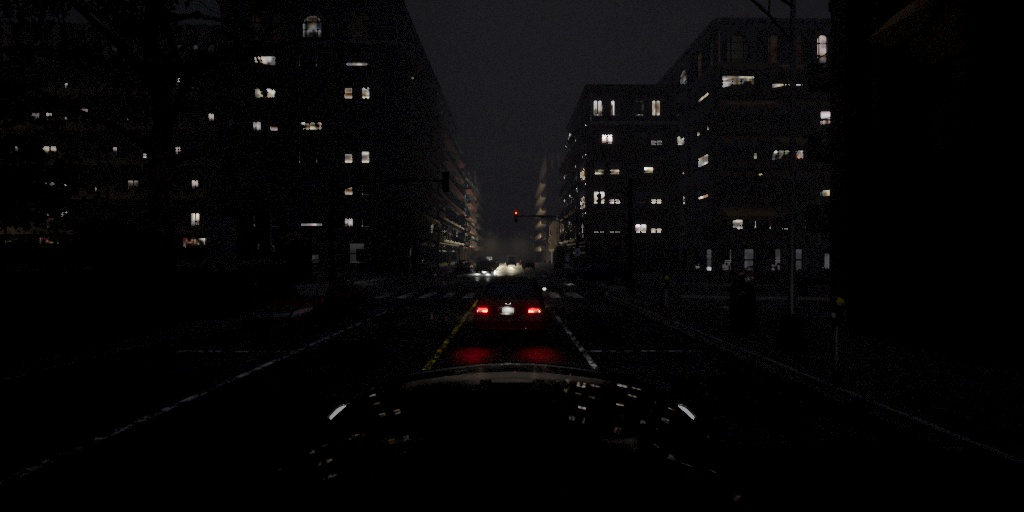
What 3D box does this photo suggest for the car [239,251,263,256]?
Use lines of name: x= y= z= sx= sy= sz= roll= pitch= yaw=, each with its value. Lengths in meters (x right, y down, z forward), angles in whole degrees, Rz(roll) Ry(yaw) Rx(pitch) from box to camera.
car: x=-17.597 y=0.693 z=25.126 sx=5.566 sy=2.045 sz=2.150 roll=1 pitch=0 yaw=-1

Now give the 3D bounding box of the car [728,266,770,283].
car: x=21.305 y=1.569 z=31.465 sx=4.097 sy=1.591 sz=1.967 roll=0 pitch=0 yaw=-1

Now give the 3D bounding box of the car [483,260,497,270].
car: x=-3.211 y=1.346 z=53.185 sx=1.895 sy=1.301 sz=4.718 roll=0 pitch=0 yaw=0

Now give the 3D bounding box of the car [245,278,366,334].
car: x=-5.710 y=1.331 z=10.547 sx=1.802 sy=1.307 sz=4.207 roll=0 pitch=0 yaw=0

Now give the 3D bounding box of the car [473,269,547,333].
car: x=0.056 y=1.296 z=10.759 sx=2.033 sy=1.411 sz=5.357 roll=0 pitch=0 yaw=3

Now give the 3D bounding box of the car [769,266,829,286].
car: x=24.180 y=1.686 z=28.943 sx=4.902 sy=1.511 sz=2.128 roll=1 pitch=0 yaw=-1

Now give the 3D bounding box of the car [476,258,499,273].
car: x=-3.175 y=1.293 z=43.235 sx=2.033 sy=1.411 sz=5.357 roll=0 pitch=0 yaw=4

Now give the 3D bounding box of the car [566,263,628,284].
car: x=6.809 y=1.330 z=28.689 sx=5.008 sy=1.535 sz=1.882 roll=2 pitch=0 yaw=-1

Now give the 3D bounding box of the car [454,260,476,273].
car: x=-5.794 y=1.185 z=42.958 sx=1.967 sy=1.591 sz=4.097 roll=0 pitch=0 yaw=0

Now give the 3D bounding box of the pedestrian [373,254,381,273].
pedestrian: x=-12.794 y=0.650 z=33.932 sx=0.375 sy=1.860 sz=0.375 roll=0 pitch=-1 yaw=-1

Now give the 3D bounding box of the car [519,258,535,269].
car: x=2.556 y=1.296 z=54.252 sx=2.007 sy=1.370 sz=4.403 roll=0 pitch=0 yaw=0
